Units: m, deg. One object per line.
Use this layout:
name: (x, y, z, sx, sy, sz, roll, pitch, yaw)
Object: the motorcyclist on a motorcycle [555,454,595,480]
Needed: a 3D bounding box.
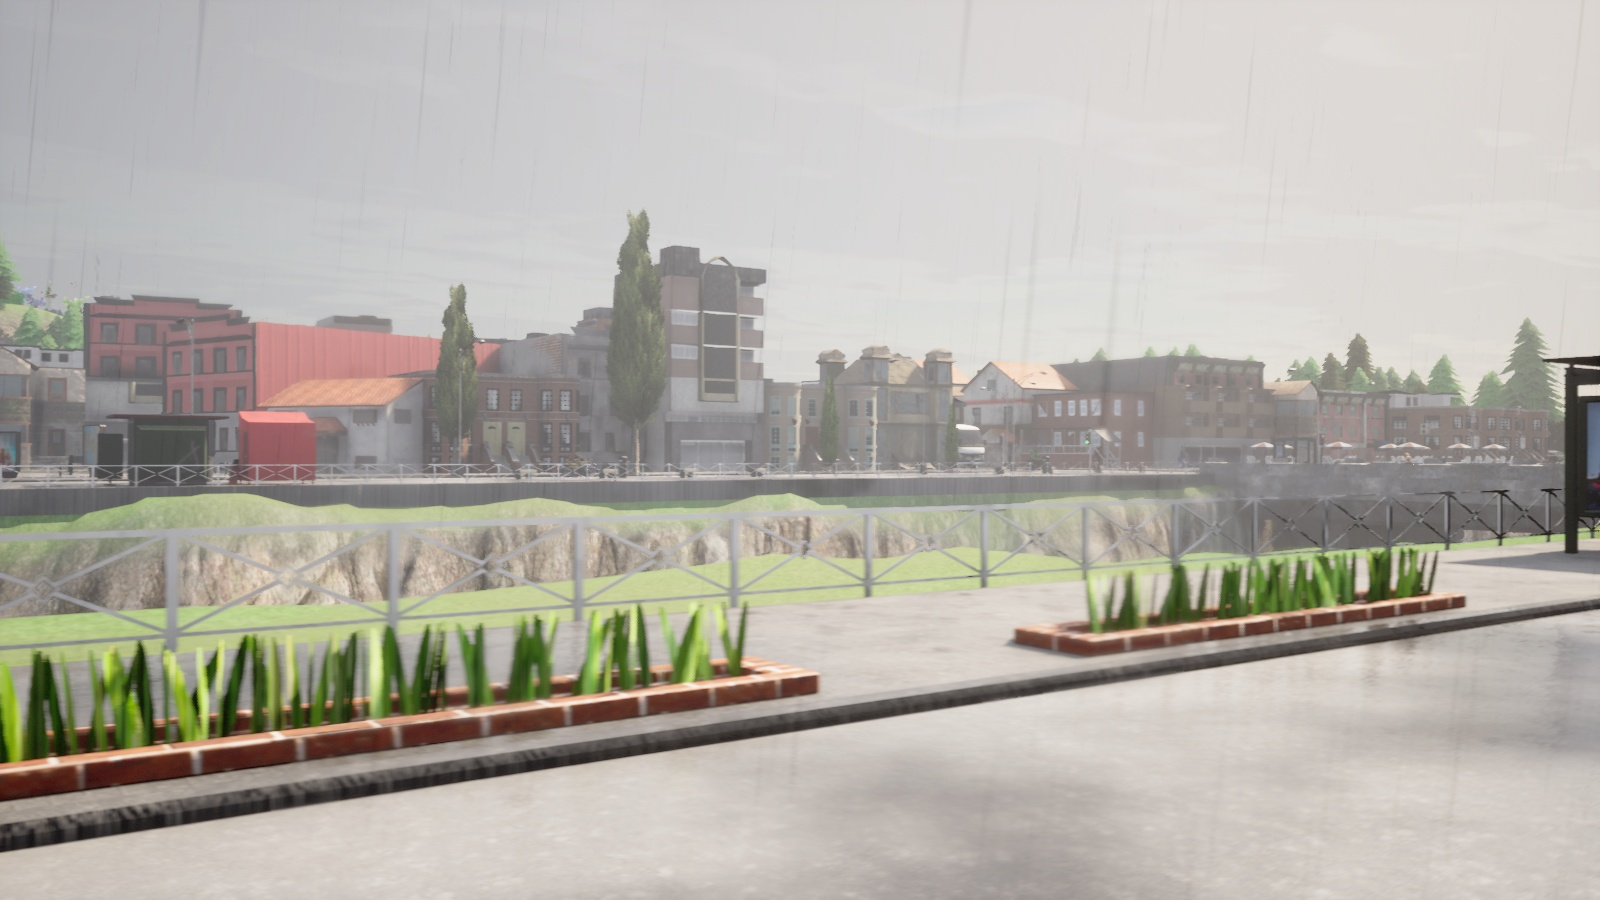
motorcyclist on a motorcycle: (-13.451, 0.992, 74.964, 2.191, 1.530, 0.866, 0, 0, -35)
